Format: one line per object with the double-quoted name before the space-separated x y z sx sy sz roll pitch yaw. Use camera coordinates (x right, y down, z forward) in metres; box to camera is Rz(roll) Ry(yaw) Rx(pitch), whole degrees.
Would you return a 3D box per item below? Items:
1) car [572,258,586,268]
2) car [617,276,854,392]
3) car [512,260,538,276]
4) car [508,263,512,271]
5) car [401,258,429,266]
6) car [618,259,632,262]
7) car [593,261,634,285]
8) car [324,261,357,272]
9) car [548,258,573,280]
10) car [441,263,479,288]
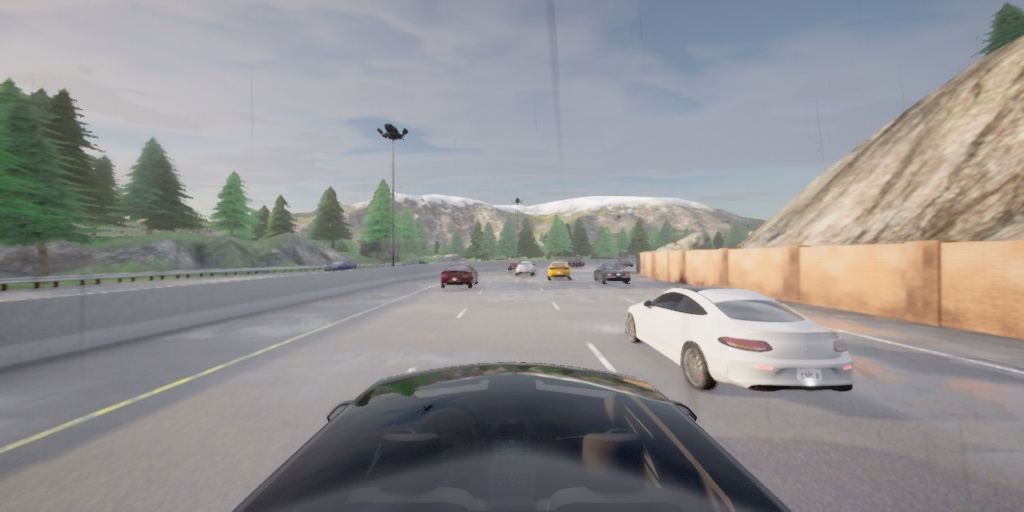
"car" 10.664 1.103 59.867 2.097 1.767 4.553 0 0 31
"car" 3.600 1.276 6.645 1.812 1.442 4.674 0 0 0
"car" 1.567 1.276 37.492 1.812 1.442 4.674 0 0 10
"car" 1.002 1.277 49.021 1.812 1.442 4.674 -1 0 22
"car" -11.720 0.958 43.579 1.994 1.385 4.181 0 0 14
"car" 18.505 1.240 58.866 2.128 1.511 4.902 0 0 35
"car" 7.266 1.297 26.430 2.033 1.411 5.357 0 0 3
"car" -21.920 1.320 46.073 1.812 1.442 4.674 0 0 14
"car" 4.212 1.228 31.862 1.882 1.535 5.008 -1 0 8
"car" -3.332 1.228 23.559 1.882 1.535 5.008 0 0 1
